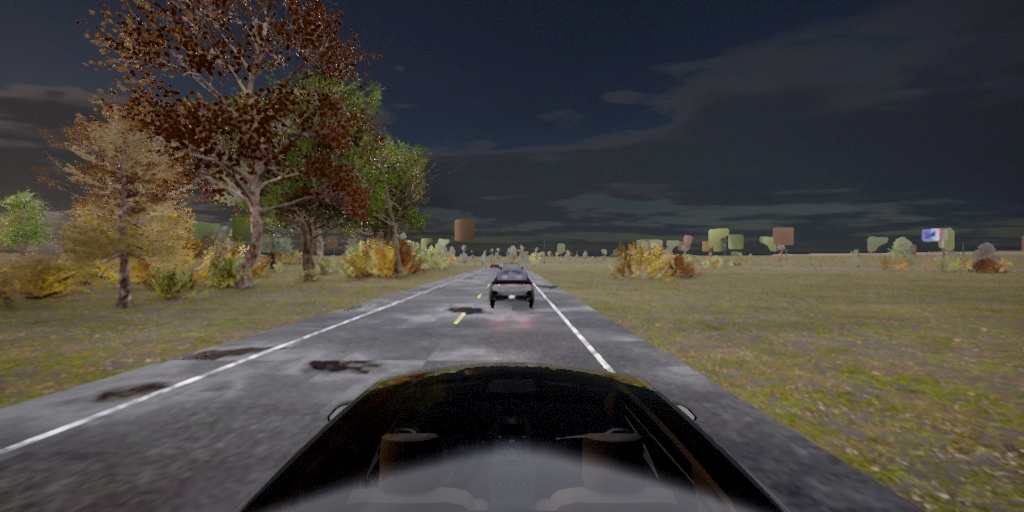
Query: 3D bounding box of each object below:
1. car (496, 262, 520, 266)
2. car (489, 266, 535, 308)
[{"bbox_3d":[-0.010,1.360,30.922,2.097,1.767,4.553,0,-1,0],"label":"car"},{"bbox_3d":[-0.002,1.372,16.146,2.128,1.511,4.902,0,0,0],"label":"car"}]
